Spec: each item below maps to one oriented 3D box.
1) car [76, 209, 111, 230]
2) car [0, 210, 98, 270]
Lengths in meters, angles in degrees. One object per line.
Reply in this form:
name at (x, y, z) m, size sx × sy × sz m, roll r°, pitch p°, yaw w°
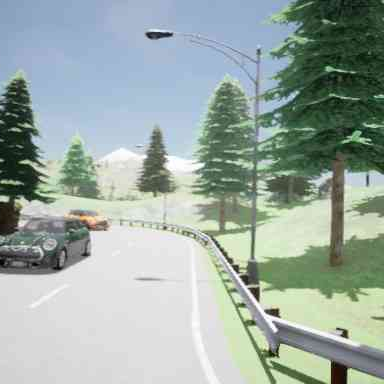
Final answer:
car at (-8.916, 2.285, 28.285) m, size 4.553 × 1.767 × 2.097 m, roll 0°, pitch -3°, yaw 41°
car at (-5.322, 1.713, 12.393) m, size 2.097 × 1.767 × 4.553 m, roll 2°, pitch -3°, yaw -1°
